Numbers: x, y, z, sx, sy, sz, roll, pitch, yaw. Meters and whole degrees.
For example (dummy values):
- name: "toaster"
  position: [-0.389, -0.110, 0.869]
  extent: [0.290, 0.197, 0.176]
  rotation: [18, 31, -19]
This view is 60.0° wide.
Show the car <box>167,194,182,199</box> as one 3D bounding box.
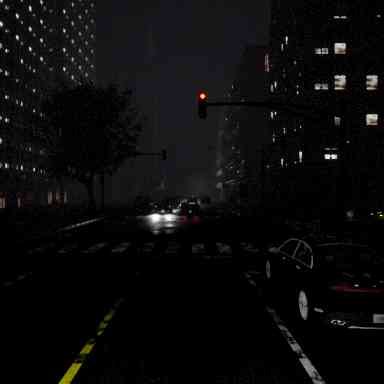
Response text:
- name: "car"
  position: [-3.076, 1.563, 55.403]
  extent: [1.812, 1.442, 4.674]
  rotation: [0, 0, 0]

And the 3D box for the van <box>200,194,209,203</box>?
- name: "van"
  position: [2.700, 1.402, 72.397]
  extent: [1.690, 1.788, 3.998]
  rotation: [0, 0, 0]

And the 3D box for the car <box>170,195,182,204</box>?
- name: "car"
  position: [-3.032, 1.402, 65.121]
  extent: [2.097, 1.767, 4.553]
  rotation: [0, 0, 0]

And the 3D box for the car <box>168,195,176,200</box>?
- name: "car"
  position: [-5.677, 1.654, 94.489]
  extent: [2.008, 1.369, 4.403]
  rotation: [0, 0, 0]

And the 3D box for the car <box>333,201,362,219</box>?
- name: "car"
  position: [13.430, 1.350, 26.275]
  extent: [4.403, 1.369, 2.008]
  rotation: [-1, 1, -1]

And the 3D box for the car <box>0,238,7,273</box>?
- name: "car"
  position: [-5.690, 1.545, 6.872]
  extent: [1.887, 1.381, 4.507]
  rotation: [0, 0, 0]

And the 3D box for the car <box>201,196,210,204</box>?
- name: "car"
  position: [2.700, 1.578, 67.043]
  extent: [1.752, 1.417, 4.829]
  rotation: [0, 0, 0]

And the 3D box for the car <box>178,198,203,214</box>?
- name: "car"
  position: [-0.117, 1.618, 35.184]
  extent: [1.895, 1.301, 4.718]
  rotation: [0, 0, 1]

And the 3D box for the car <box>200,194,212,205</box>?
- name: "car"
  position: [2.699, 1.611, 61.350]
  extent: [1.947, 1.339, 4.313]
  rotation: [0, 0, 0]

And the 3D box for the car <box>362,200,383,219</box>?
- name: "car"
  position: [15.212, 1.279, 23.717]
  extent: [4.892, 1.490, 1.837]
  rotation: [-1, 0, -1]

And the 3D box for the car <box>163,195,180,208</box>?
- name: "car"
  position: [-3.091, 1.554, 46.223]
  extent: [1.812, 1.442, 4.674]
  rotation: [0, 0, 0]

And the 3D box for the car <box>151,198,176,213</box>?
- name: "car"
  position: [-3.083, 1.620, 37.110]
  extent: [1.895, 1.301, 4.718]
  rotation: [0, 0, -1]

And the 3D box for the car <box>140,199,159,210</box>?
- name: "car"
  position: [-5.685, 1.592, 44.784]
  extent: [1.947, 1.339, 4.313]
  rotation: [0, 0, 0]

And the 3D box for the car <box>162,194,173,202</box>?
- name: "car"
  position: [-5.680, 1.386, 77.920]
  extent: [2.192, 1.841, 5.009]
  rotation: [0, 0, 0]

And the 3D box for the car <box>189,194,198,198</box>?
- name: "car"
  position: [0.110, 1.614, 65.268]
  extent: [1.994, 1.385, 4.181]
  rotation: [0, 0, 0]

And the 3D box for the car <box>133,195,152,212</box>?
- name: "car"
  position: [-5.686, 1.336, 39.261]
  extent: [2.192, 1.841, 5.009]
  rotation: [0, 0, 0]

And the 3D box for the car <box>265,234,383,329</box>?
- name: "car"
  position: [2.690, 1.551, 6.871]
  extent: [2.008, 1.369, 4.403]
  rotation: [0, 0, 0]
